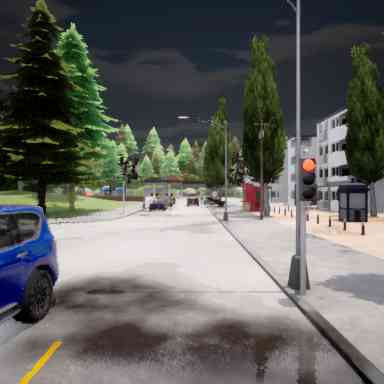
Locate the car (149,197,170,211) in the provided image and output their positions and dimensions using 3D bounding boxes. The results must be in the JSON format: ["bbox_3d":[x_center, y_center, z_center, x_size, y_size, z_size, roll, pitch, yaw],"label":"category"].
[{"bbox_3d":[-4.062,1.601,40.443,1.895,1.301,4.718,0,0,0],"label":"car"}]

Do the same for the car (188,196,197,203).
[{"bbox_3d":[0.119,1.727,73.692,1.812,1.442,4.674,0,0,0],"label":"car"}]

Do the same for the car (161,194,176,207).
[{"bbox_3d":[-4.039,1.352,50.337,2.097,1.767,4.553,0,0,0],"label":"car"}]

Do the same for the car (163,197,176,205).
[{"bbox_3d":[-3.985,1.564,60.293,1.994,1.385,4.181,0,0,1],"label":"car"}]

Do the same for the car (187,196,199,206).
[{"bbox_3d":[0.169,1.478,56.442,1.882,1.535,5.008,0,-1,0],"label":"car"}]

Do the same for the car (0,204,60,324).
[{"bbox_3d":[-3.786,1.224,4.335,2.150,2.045,5.566,0,0,3],"label":"car"}]
